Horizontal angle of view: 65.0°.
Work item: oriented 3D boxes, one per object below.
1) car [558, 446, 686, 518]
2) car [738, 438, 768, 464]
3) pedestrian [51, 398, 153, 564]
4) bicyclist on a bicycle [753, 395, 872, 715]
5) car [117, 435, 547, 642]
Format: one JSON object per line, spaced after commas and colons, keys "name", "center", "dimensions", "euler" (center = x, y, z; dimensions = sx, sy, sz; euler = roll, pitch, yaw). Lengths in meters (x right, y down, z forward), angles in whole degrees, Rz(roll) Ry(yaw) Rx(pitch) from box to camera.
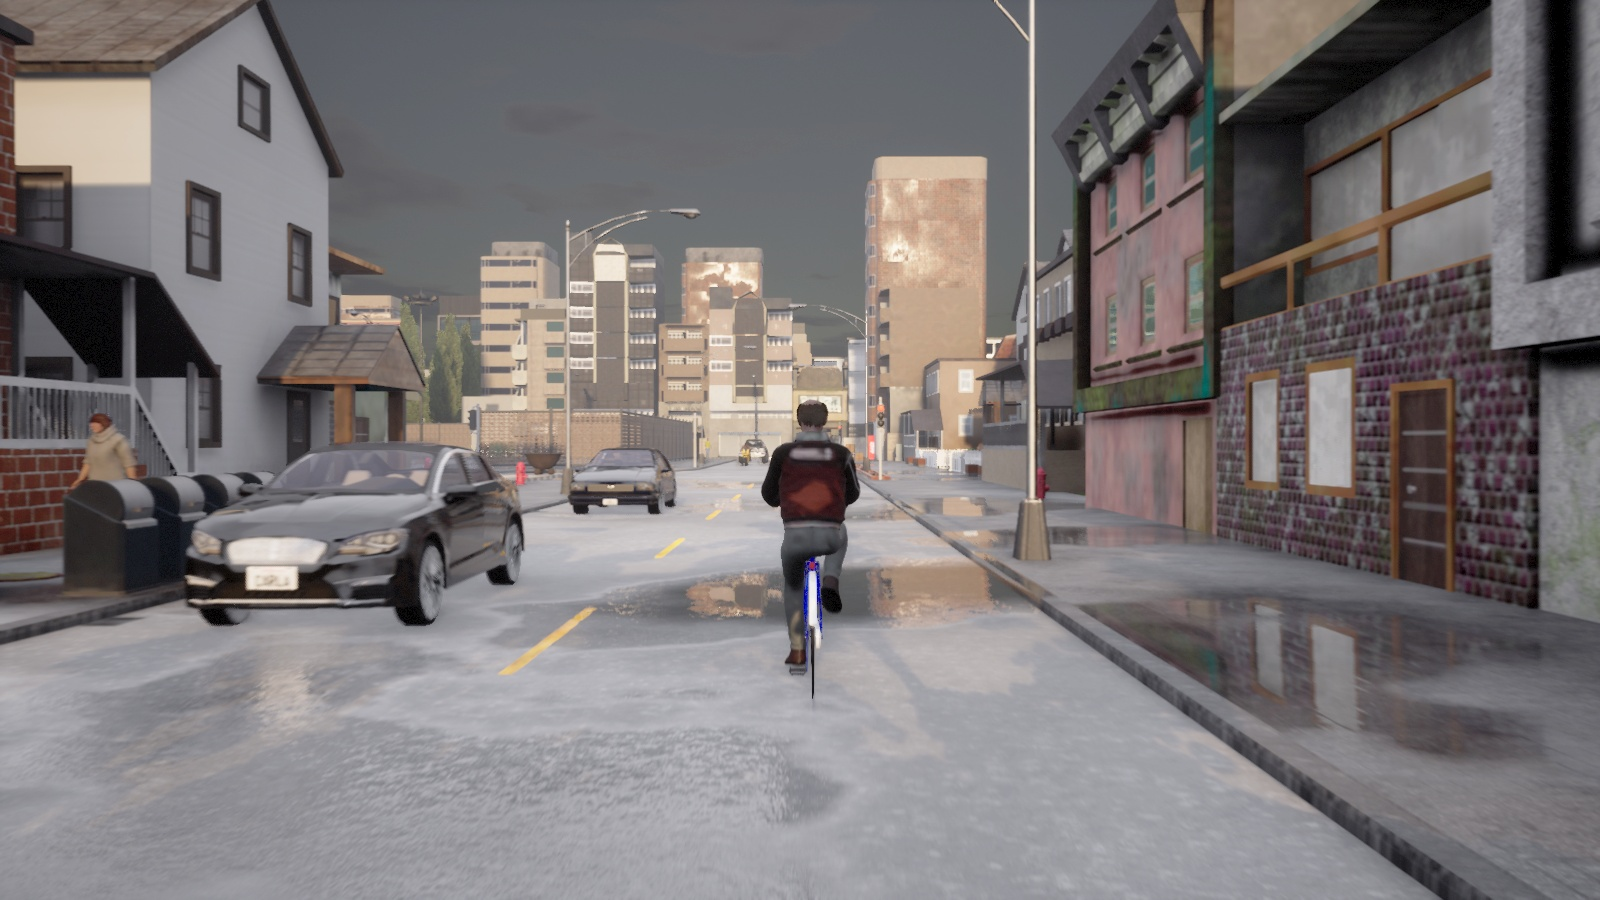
{"name": "car", "center": [-3.805, 0.635, 27.765], "dimensions": [2.033, 1.411, 5.357], "euler": [0, 0, 0]}
{"name": "car", "center": [-3.368, 0.049, 90.841], "dimensions": [1.932, 1.855, 4.605], "euler": [0, 0, 2]}
{"name": "pedestrian", "center": [-8.542, 0.363, 15.382], "dimensions": [0.659, 1.952, 0.873], "euler": [0, 0, 32]}
{"name": "bicyclist on a bicycle", "center": [0.074, 0.573, 7.877], "dimensions": [0.659, 1.776, 1.843], "euler": [0, 1, 0]}
{"name": "car", "center": [-3.910, 0.634, 11.621], "dimensions": [2.128, 1.511, 4.902], "euler": [0, 0, 0]}
